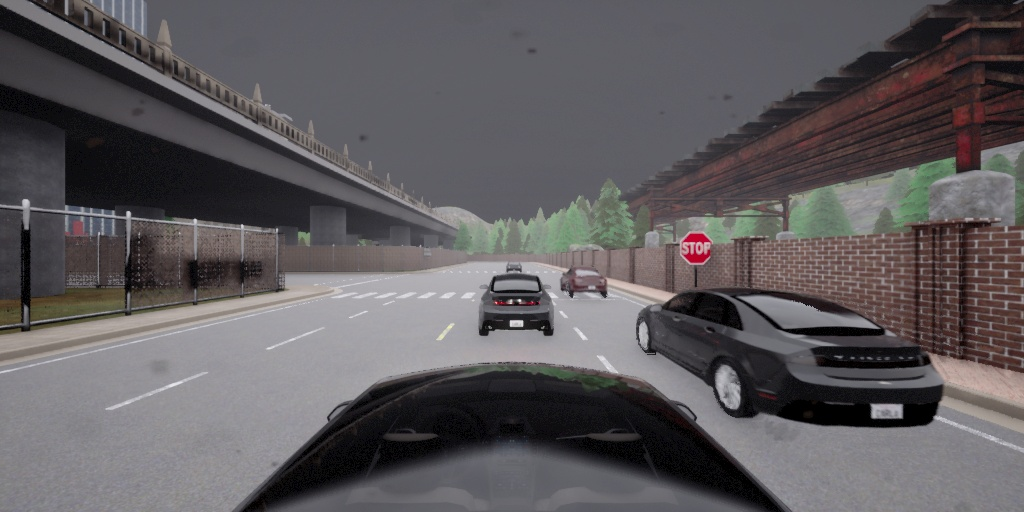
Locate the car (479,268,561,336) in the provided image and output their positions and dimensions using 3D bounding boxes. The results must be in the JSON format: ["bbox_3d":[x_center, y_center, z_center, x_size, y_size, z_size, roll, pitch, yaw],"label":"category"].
[{"bbox_3d":[0.105,1.255,10.378,1.837,1.490,4.892,0,0,0],"label":"car"}]

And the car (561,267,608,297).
[{"bbox_3d":[3.647,1.276,18.620,1.812,1.442,4.674,0,0,0],"label":"car"}]

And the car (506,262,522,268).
[{"bbox_3d":[0.238,1.351,44.671,1.895,1.301,4.718,0,0,0],"label":"car"}]

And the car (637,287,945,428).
[{"bbox_3d":[3.602,1.254,5.866,1.837,1.490,4.892,0,0,0],"label":"car"}]
